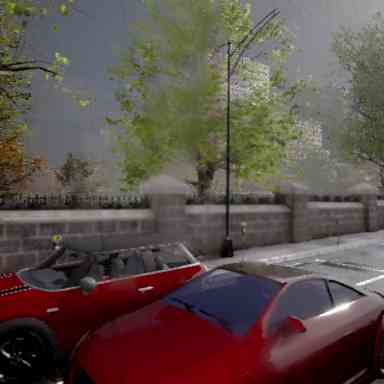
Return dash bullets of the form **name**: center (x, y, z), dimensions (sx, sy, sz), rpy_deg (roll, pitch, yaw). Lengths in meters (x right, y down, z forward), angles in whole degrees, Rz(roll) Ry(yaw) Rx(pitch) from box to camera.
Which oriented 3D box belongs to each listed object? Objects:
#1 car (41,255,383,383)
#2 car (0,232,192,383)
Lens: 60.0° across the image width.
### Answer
- **car**: center (0.716, 1.608, 3.948), dimensions (4.181, 1.385, 1.994), rpy_deg (0, -1, -38)
- **car**: center (-1.643, 1.504, 5.382), dimensions (4.097, 1.590, 1.967), rpy_deg (0, 0, -37)
